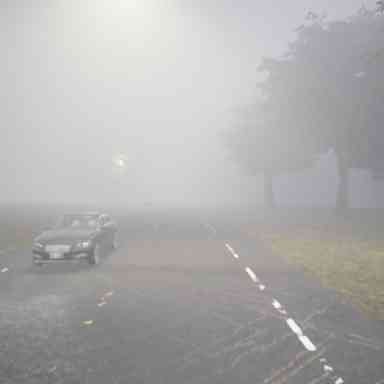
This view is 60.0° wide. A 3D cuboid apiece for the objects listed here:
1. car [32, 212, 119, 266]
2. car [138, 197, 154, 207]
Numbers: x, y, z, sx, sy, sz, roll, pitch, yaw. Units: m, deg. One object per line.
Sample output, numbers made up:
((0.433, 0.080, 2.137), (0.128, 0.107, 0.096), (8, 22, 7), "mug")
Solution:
((-3.833, 1.491, 11.659), (2.128, 1.511, 4.902), (0, 0, -2), "car")
((-7.021, 1.538, 51.779), (1.882, 1.535, 5.008), (0, 0, -7), "car")
